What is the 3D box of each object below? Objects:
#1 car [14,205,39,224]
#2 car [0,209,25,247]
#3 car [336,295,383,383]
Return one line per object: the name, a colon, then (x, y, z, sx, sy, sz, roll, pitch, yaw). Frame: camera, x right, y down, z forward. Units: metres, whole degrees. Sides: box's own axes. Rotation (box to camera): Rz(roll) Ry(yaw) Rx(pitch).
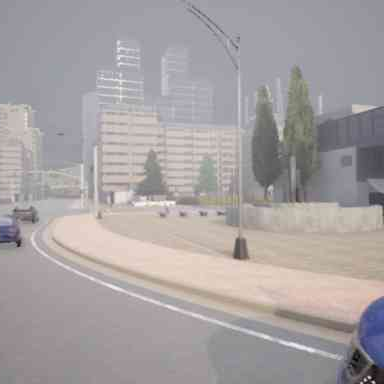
car: (-14.435, 1.912, 28.793, 2.128, 1.511, 4.902, 0, -1, -20)
car: (-9.146, 1.766, 15.745, 1.812, 1.442, 4.674, 0, 0, -29)
car: (3.610, 1.203, 1.400, 5.566, 2.045, 2.150, -1, -1, 34)
